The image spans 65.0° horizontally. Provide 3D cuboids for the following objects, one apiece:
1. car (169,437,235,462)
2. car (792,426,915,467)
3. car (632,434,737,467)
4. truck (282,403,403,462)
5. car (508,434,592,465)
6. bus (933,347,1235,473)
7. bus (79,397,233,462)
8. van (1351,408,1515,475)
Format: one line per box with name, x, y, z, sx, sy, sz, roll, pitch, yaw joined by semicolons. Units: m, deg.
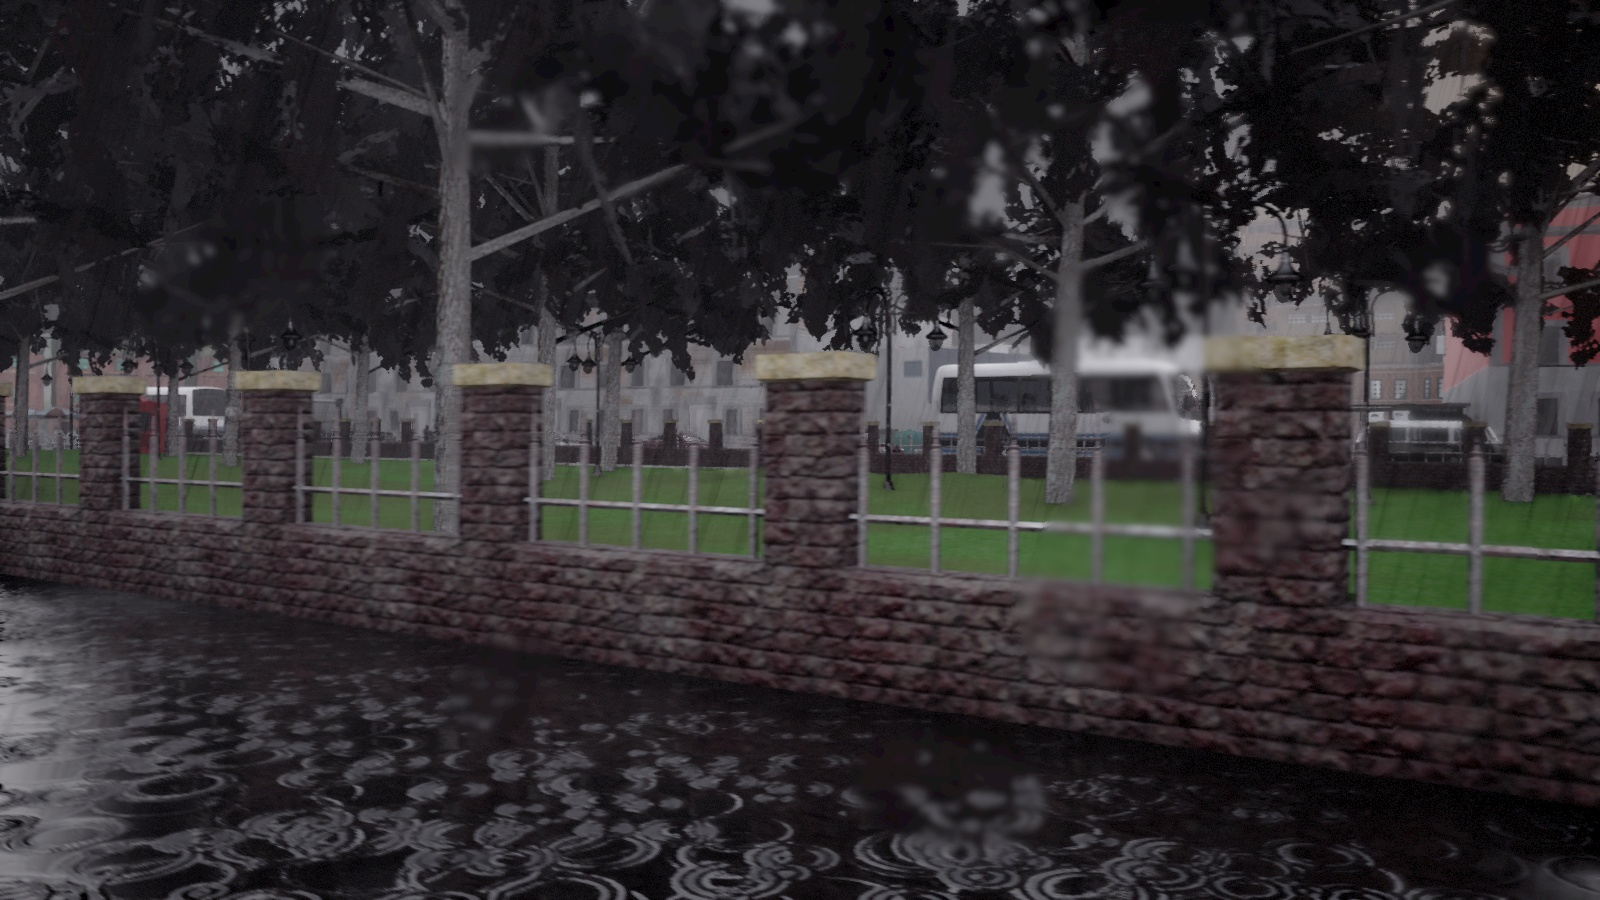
car;-37.721;-0.038;79.212;3.806;1.475;1.970;0;1;32
car;2.216;-0.158;52.480;4.611;1.667;2.242;0;1;34
car;-5.310;0.023;57.528;4.674;1.442;1.812;0;1;34
truck;-28.371;-1.050;77.759;7.936;3.462;2.891;0;1;34
car;-12.420;-0.037;62.287;3.806;1.475;1.970;0;1;34
bus;10.467;-1.378;46.910;10.273;4.253;3.944;0;1;34
bus;-44.351;-1.424;86.406;10.273;4.253;3.944;0;1;25
van;20.306;-0.278;40.332;4.480;2.038;2.069;0;1;34
